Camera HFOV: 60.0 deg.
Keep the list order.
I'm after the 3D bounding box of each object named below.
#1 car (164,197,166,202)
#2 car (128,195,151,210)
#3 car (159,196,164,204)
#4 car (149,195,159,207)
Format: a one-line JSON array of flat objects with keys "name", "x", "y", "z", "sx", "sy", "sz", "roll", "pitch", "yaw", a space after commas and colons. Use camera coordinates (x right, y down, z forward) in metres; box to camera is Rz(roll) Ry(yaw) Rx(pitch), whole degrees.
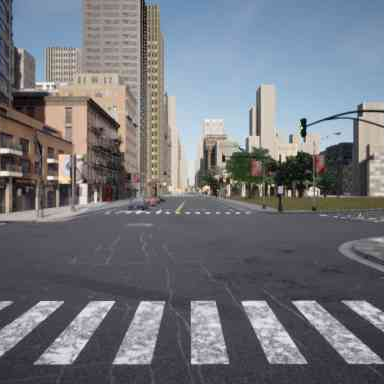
[{"name": "car", "x": -6.557, "y": 1.501, "z": 69.742, "sx": 1.895, "sy": 1.301, "sz": 4.718, "roll": 0, "pitch": 0, "yaw": 0}, {"name": "car", "x": -6.659, "y": 1.483, "z": 41.507, "sx": 1.812, "sy": 1.442, "sz": 4.674, "roll": 0, "pitch": 0, "yaw": 0}, {"name": "car", "x": -6.631, "y": 1.491, "z": 59.610, "sx": 1.994, "sy": 1.385, "sz": 4.181, "roll": 0, "pitch": 0, "yaw": 0}, {"name": "car", "x": -6.643, "y": 1.294, "z": 50.559, "sx": 2.097, "sy": 1.767, "sz": 4.553, "roll": 0, "pitch": 0, "yaw": 0}]
